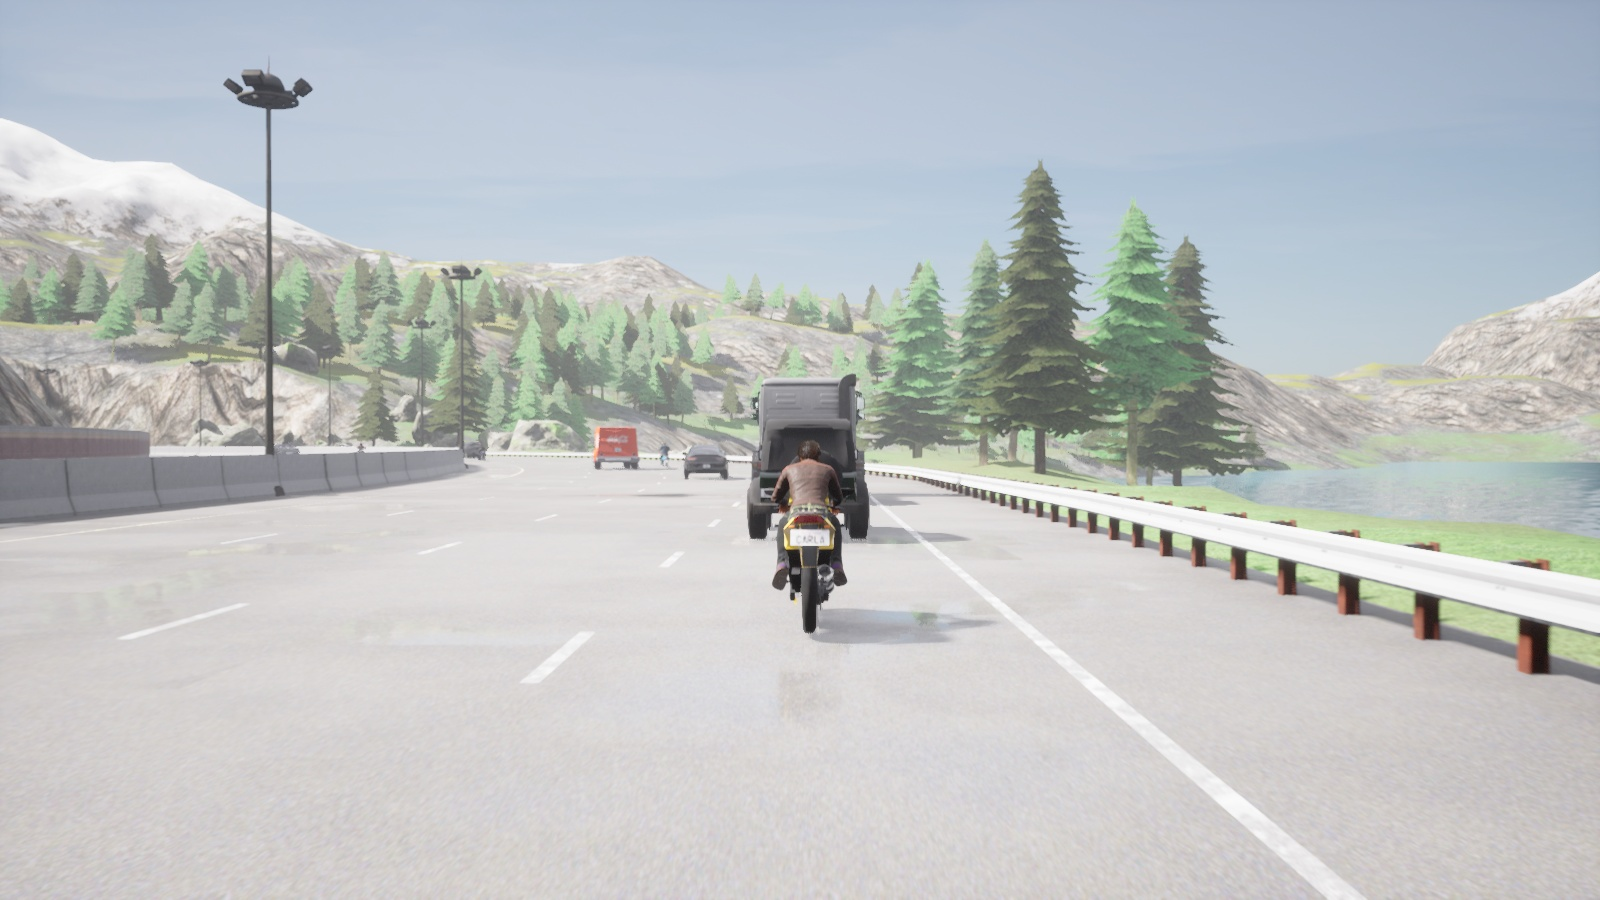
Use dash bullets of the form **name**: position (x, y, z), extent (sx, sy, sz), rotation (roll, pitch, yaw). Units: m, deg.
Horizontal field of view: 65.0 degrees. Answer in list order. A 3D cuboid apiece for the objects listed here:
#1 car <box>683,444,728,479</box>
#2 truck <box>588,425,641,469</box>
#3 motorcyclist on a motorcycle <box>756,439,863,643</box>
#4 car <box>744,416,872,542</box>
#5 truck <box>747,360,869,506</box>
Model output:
- **car**: position (-4.094, 0.463, 53.975), extent (1.812, 1.442, 4.674), rotation (0, 0, -6)
- **truck**: position (-10.997, -0.168, 73.947), extent (2.627, 2.467, 5.204), rotation (0, 0, -13)
- **motorcyclist on a motorcycle**: position (0.074, 0.670, 10.389), extent (0.797, 1.523, 2.044), rotation (0, 0, 0)
- **car**: position (0.133, 0.425, 20.673), extent (1.905, 1.878, 3.866), rotation (0, 0, 0)
- **truck**: position (0.206, -0.426, 33.720), extent (2.891, 3.462, 7.936), rotation (0, 0, 0)
